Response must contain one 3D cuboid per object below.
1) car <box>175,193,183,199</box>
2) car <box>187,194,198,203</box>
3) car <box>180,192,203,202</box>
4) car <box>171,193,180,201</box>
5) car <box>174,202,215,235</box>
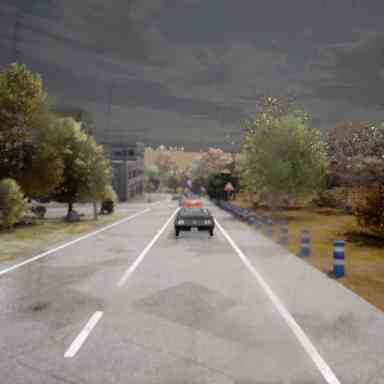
[{"bbox_3d":[-3.336,1.062,84.800,1.812,1.442,4.674,0,1,-1],"label":"car"},{"bbox_3d":[0.121,1.174,60.505,1.837,1.490,4.892,0,0,0],"label":"car"},{"bbox_3d":[0.121,1.100,34.729,2.097,1.767,4.553,0,0,0],"label":"car"},{"bbox_3d":[-3.215,1.184,69.379,1.994,1.385,4.181,0,0,0],"label":"car"},{"bbox_3d":[0.111,1.403,17.319,1.895,1.301,4.718,0,0,0],"label":"car"}]
